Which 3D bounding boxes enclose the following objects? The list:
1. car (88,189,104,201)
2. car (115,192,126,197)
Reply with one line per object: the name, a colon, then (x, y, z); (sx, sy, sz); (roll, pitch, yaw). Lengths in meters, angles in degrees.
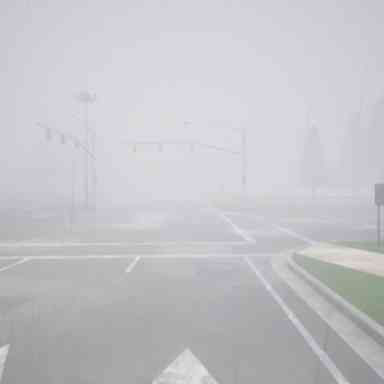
car: (-18.476, 0.552, 63.718); (2.150, 2.045, 5.566); (0, 1, 0)
car: (-18.255, 0.626, 84.894); (1.812, 1.442, 4.674); (0, 1, 1)
